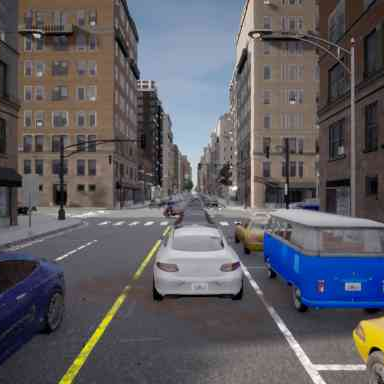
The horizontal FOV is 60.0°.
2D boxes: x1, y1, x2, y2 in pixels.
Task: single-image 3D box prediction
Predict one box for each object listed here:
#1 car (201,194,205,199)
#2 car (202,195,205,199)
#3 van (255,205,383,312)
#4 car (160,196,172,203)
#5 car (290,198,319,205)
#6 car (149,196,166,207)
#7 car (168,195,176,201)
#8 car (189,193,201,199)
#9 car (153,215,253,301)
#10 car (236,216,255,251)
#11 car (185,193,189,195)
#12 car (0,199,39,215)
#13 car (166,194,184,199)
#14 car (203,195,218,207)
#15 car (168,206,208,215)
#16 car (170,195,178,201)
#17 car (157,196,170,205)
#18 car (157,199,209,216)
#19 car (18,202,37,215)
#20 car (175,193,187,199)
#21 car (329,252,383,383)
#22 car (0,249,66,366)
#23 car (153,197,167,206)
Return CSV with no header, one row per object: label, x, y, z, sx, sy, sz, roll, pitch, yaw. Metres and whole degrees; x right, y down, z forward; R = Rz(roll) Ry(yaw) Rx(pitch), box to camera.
car,3.229,1.554,61.791,2.008,1.369,4.403,1,0,1
car,3.150,1.549,56.261,1.887,1.381,4.507,1,0,1
van,2.689,1.342,7.395,1.690,1.788,3.998,1,0,0
car,-5.215,1.549,67.436,1.887,1.381,4.507,1,0,1
car,13.618,1.506,38.750,4.553,1.767,2.097,0,-1,1
car,-5.454,1.588,50.850,1.802,1.307,4.206,1,0,1
car,-4.979,1.526,83.852,1.752,1.417,4.829,1,0,1
car,0.768,1.529,69.996,1.812,1.442,4.674,0,0,1
car,0.089,1.527,8.244,1.812,1.442,4.674,0,0,-1
car,2.697,1.528,13.238,1.752,1.417,4.829,1,0,0
car,-2.300,1.358,71.963,2.097,1.767,4.553,0,0,1
car,-18.043,1.411,32.311,5.357,1.411,2.033,0,-1,0
car,-2.674,1.483,52.175,1.882,1.535,5.008,0,0,1
car,3.071,1.570,50.731,1.947,1.339,4.313,1,0,1
car,0.116,1.566,15.580,1.994,1.385,4.181,0,0,0
car,-4.898,1.565,89.551,1.947,1.339,4.313,1,0,1
car,-5.295,1.555,61.907,2.008,1.369,4.403,1,0,1
car,-0.733,1.569,29.596,1.994,1.385,4.181,0,0,36
car,-16.503,1.443,29.043,4.718,1.301,1.895,0,-1,1
car,-2.511,1.482,61.835,1.882,1.535,5.008,0,0,1
car,2.679,1.526,1.891,1.752,1.417,4.829,1,0,0
car,-3.086,1.526,4.058,1.812,1.442,4.674,0,0,0
car,-5.375,1.571,56.378,1.947,1.339,4.313,1,0,1
